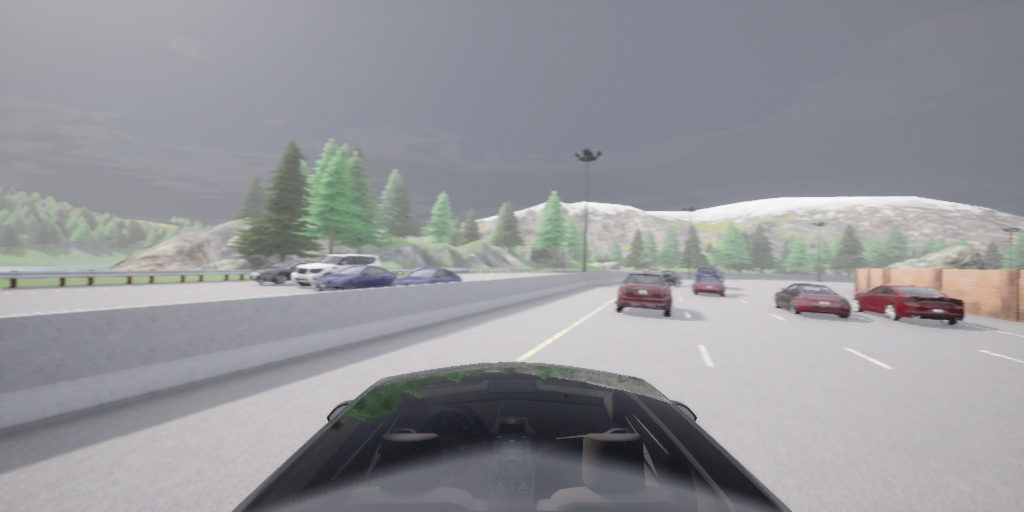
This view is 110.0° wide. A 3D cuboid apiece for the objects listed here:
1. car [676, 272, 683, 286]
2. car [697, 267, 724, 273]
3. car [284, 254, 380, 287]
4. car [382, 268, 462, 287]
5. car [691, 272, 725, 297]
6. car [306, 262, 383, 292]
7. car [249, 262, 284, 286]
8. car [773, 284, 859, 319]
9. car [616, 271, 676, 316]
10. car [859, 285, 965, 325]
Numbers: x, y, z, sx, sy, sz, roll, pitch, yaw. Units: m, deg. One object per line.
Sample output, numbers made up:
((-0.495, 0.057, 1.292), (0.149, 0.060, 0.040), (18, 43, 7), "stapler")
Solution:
((16.429, 2.306, 37.326), (1.837, 1.490, 4.892), (0, -2, 35), "car")
((19.961, 2.135, 36.261), (2.150, 2.045, 5.566), (1, -1, 35), "car")
((-10.560, 0.869, 22.297), (2.150, 2.045, 5.566), (2, -1, 23), "car")
((-4.350, 1.350, 19.062), (1.812, 1.442, 4.674), (2, -1, 24), "car")
((14.459, 2.152, 26.559), (1.994, 1.385, 4.181), (2, -1, 25), "car")
((-8.093, 1.220, 19.219), (1.812, 1.442, 4.674), (2, -1, 24), "car")
((-14.018, 1.027, 23.105), (2.128, 1.511, 4.902), (2, -1, 24), "car")
((14.008, 2.010, 16.984), (1.994, 1.385, 4.181), (2, -1, 23), "car")
((6.004, 1.502, 16.061), (2.097, 1.767, 4.553), (2, -1, 23), "car")
((17.443, 2.034, 16.106), (1.882, 1.535, 5.008), (2, -1, 23), "car")
